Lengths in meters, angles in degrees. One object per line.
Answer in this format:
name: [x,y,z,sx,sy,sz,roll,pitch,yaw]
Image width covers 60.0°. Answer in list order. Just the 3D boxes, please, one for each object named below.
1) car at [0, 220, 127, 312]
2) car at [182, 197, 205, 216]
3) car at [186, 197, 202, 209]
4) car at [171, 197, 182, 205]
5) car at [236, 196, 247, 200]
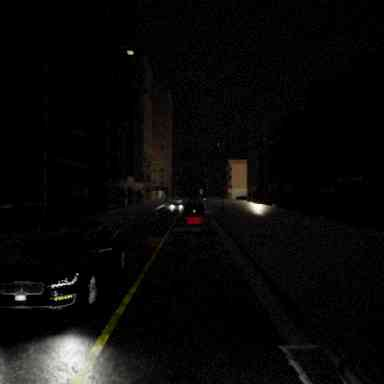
car: [-2.825,1.495,7.929,1.837,1.490,4.892,0,0,0]
car: [0.212,1.470,32.409,1.837,1.490,4.892,0,0,0]
car: [0.256,1.442,46.508,2.128,1.511,4.902,0,0,0]
car: [-2.599,1.537,57.307,1.895,1.301,4.718,0,0,1]
car: [13.518,1.607,86.327,4.313,1.339,1.947,0,-1,0]
